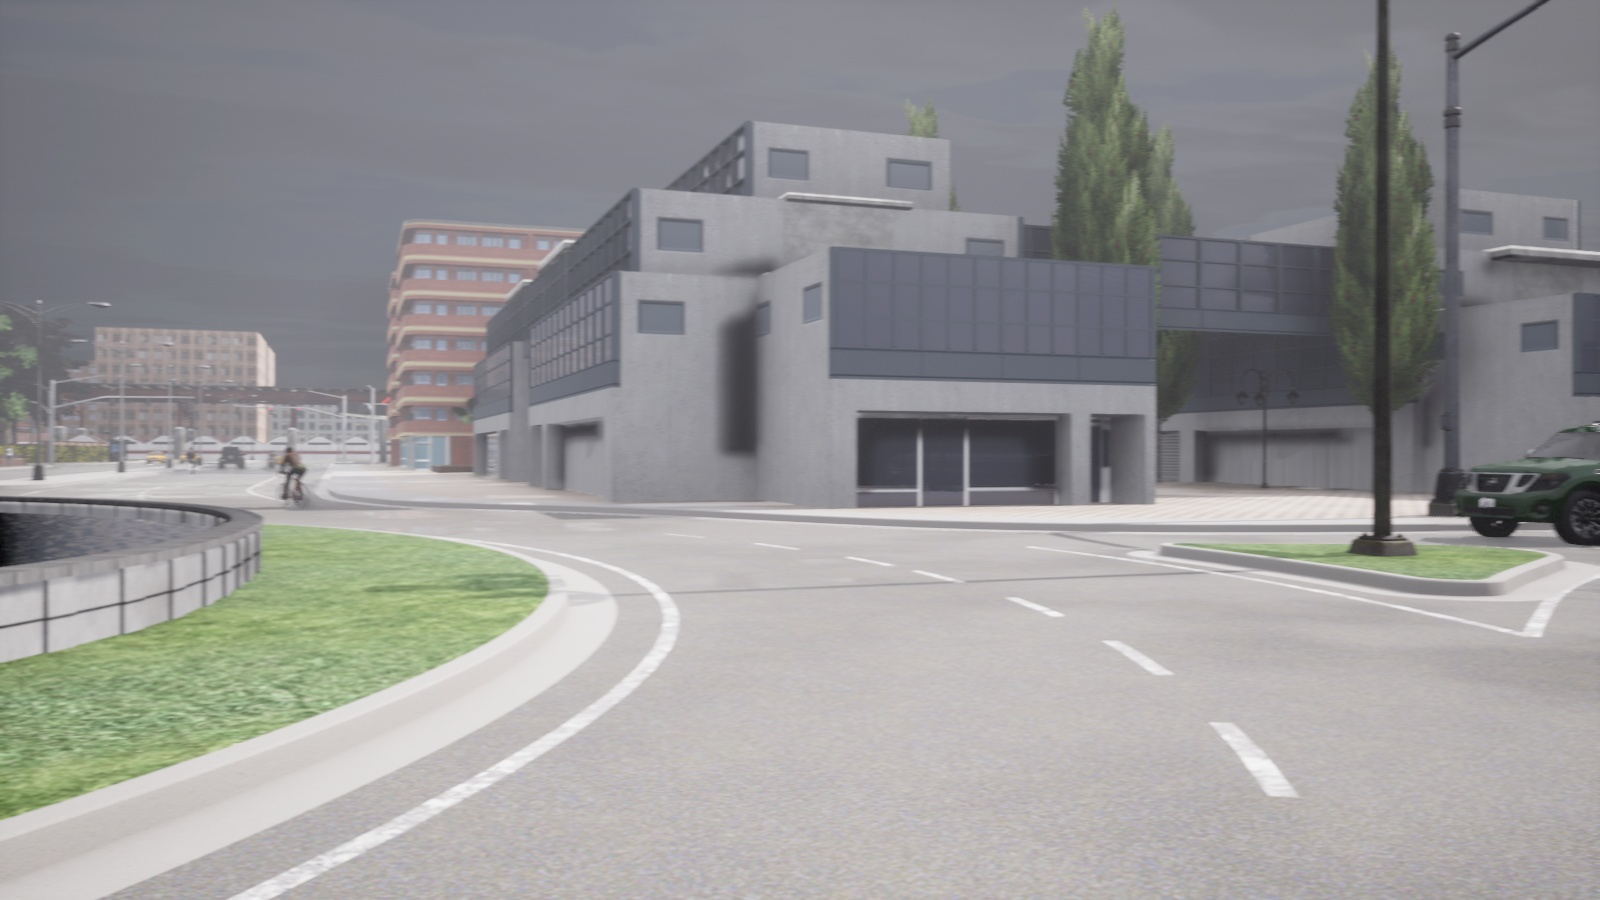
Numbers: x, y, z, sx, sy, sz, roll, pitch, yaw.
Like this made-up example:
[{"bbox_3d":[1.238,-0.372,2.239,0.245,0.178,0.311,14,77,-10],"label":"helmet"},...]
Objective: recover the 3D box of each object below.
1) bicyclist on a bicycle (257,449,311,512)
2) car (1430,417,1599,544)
[{"bbox_3d":[-13.506,0.794,32.849,1.656,1.620,0.582,-1,-1,40],"label":"bicyclist on a bicycle"},{"bbox_3d":[14.139,0.484,21.912,5.566,2.045,2.150,0,0,-14],"label":"car"}]
